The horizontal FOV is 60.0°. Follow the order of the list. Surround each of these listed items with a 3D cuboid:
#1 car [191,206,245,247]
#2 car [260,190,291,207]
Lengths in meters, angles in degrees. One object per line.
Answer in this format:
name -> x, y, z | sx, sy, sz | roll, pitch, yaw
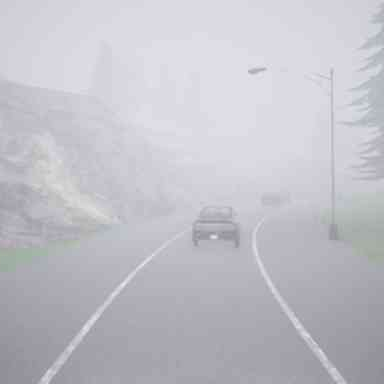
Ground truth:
car -> 1.177, 1.331, 14.220 | 2.128, 1.511, 4.902 | 0, 1, 9
car -> 8.346, 0.555, 33.014 | 1.882, 1.535, 5.008 | -1, 2, 31
